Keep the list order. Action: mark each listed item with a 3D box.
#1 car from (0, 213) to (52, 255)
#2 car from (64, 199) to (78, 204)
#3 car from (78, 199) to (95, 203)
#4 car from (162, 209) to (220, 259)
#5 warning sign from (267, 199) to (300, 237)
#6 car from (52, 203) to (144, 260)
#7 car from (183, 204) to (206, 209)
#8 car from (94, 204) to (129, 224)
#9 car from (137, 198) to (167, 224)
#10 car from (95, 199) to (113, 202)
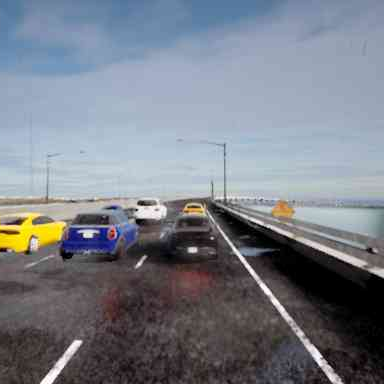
[{"bbox_3d":[-6.933,1.628,14.073,1.882,1.535,5.008,0,0,1],"label":"car"},{"bbox_3d":[-23.711,2.199,65.726,1.812,1.442,4.674,0,-1,1],"label":"car"},{"bbox_3d":[-20.213,2.197,65.638,1.812,1.442,4.674,0,-1,1],"label":"car"},{"bbox_3d":[0.056,1.649,13.290,1.837,1.490,4.892,0,0,1],"label":"car"},{"bbox_3d":[4.586,1.294,16.787,1.300,1.860,1.060,-1,-2,0],"label":"warning sign"},{"bbox_3d":[-3.444,1.493,13.247,2.097,1.767,4.553,0,-1,1],"label":"car"},{"bbox_3d":[0.187,1.782,28.964,1.882,1.535,5.008,0,0,1],"label":"car"},{"bbox_3d":[-6.821,1.828,28.692,1.812,1.442,4.674,0,0,1],"label":"car"},{"bbox_3d":[-3.349,1.514,27.365,2.150,2.045,5.566,0,0,1],"label":"car"},{"bbox_3d":[-16.718,2.181,65.562,2.128,1.511,4.902,0,-1,2],"label":"car"}]
